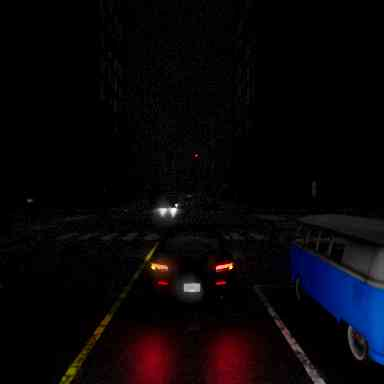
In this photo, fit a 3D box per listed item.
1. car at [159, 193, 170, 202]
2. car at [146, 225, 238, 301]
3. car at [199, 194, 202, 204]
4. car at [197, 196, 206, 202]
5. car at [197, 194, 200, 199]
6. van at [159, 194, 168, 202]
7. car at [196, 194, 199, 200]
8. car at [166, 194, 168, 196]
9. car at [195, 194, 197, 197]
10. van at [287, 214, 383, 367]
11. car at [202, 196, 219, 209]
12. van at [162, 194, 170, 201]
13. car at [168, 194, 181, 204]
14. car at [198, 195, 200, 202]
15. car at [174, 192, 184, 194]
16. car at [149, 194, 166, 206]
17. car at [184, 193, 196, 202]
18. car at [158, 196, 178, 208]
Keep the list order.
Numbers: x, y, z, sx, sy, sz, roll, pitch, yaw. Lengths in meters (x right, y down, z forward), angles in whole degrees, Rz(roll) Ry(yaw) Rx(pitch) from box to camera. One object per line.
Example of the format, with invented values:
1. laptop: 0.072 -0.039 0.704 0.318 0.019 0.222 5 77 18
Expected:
1. car: -6.319 1.279 77.724 2.192 1.841 5.009 0 0 -1
2. car: 0.001 1.525 8.175 1.812 1.442 4.674 0 0 0
3. car: 2.580 1.427 50.212 1.967 1.590 4.097 0 0 -1
4. car: 2.206 1.546 77.839 1.802 1.307 4.206 0 0 -1
5. car: 2.431 1.546 61.263 1.947 1.339 4.313 0 0 -1
6. van: -6.244 1.311 72.198 1.690 1.788 3.998 0 0 -1
7. car: 2.356 1.520 66.789 1.887 1.381 4.507 0 0 -1
8. car: -6.094 1.531 61.148 2.008 1.369 4.403 0 0 -1
9. car: 2.281 1.521 72.314 2.008 1.369 4.403 0 0 -1
10. van: 2.855 1.341 5.497 1.690 1.788 3.998 0 0 0
11. car: 2.653 1.515 44.857 1.752 1.417 4.829 0 0 -1
12. van: -6.391 1.299 83.248 1.690 1.788 3.998 0 0 -1
13. car: -3.510 1.542 63.387 1.994 1.385 4.181 0 0 0
14. car: 2.506 1.535 55.737 2.008 1.369 4.403 0 0 -1
15. car: -3.664 1.068 78.804 2.097 1.767 4.553 0 0 -1
16. car: -6.020 1.299 55.622 2.192 1.841 5.009 0 0 -1
17. car: -0.603 1.561 74.243 1.895 1.301 4.718 0 0 -1
18. car: -3.342 1.589 47.981 1.895 1.301 4.718 0 0 -1
